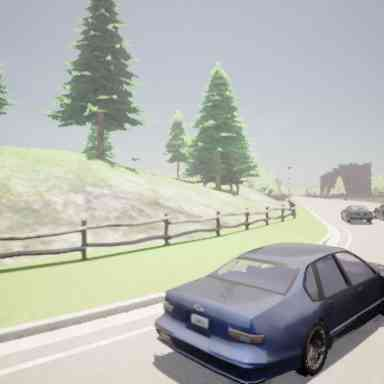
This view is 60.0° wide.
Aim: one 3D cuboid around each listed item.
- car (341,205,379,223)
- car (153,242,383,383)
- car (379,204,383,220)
[{"bbox_3d":[14.122,1.852,28.681,2.033,1.411,5.357,0,-1,17],"label":"car"},{"bbox_3d":[1.915,1.610,5.706,5.357,1.411,2.033,1,-1,-43],"label":"car"},{"bbox_3d":[18.451,1.835,31.061,1.837,1.490,4.892,0,-1,17],"label":"car"}]
